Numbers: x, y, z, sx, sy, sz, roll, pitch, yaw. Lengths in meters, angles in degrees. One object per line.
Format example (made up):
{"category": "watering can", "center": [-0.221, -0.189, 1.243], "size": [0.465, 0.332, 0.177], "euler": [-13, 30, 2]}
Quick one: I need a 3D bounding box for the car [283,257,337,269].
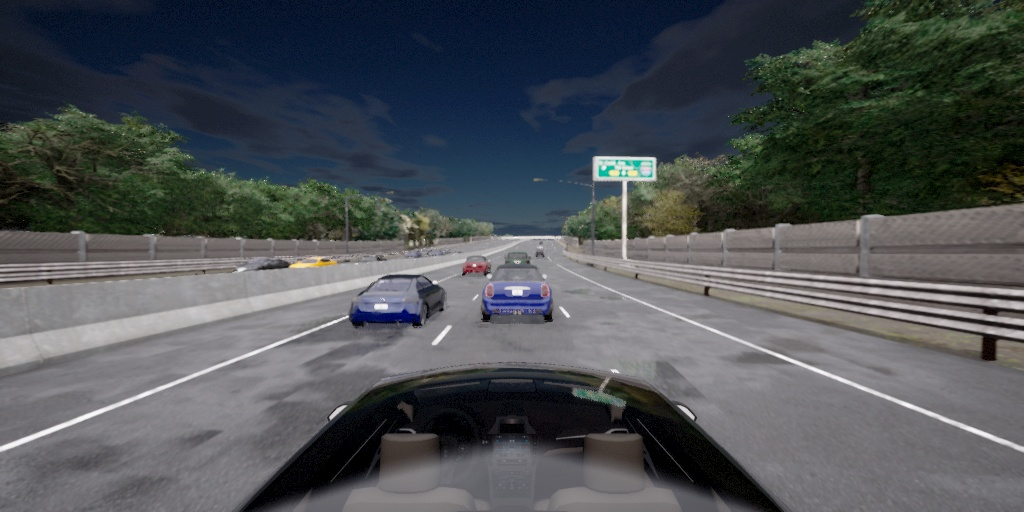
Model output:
{"category": "car", "center": [-17.190, 0.862, 31.295], "size": [1.882, 1.535, 5.008], "euler": [0, 1, 2]}

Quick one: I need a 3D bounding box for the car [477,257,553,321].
{"category": "car", "center": [0.170, 1.029, 12.247], "size": [2.097, 1.767, 4.553], "euler": [0, 1, 1]}

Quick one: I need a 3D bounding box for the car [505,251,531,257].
{"category": "car", "center": [0.500, 0.616, 31.003], "size": [2.150, 2.045, 5.566], "euler": [0, 1, 1]}

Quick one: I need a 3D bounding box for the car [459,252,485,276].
{"category": "car", "center": [-2.990, 0.741, 31.236], "size": [2.097, 1.767, 4.553], "euler": [0, 1, 1]}

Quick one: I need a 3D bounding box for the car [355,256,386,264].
{"category": "car", "center": [-13.593, 0.818, 34.726], "size": [1.837, 1.490, 4.892], "euler": [0, 1, 2]}

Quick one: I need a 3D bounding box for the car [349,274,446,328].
{"category": "car", "center": [-3.340, 1.249, 11.208], "size": [1.994, 1.385, 4.181], "euler": [0, 1, 1]}

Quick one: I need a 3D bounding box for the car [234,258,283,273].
{"category": "car", "center": [-20.722, 0.902, 29.989], "size": [2.128, 1.511, 4.902], "euler": [0, 1, 2]}
